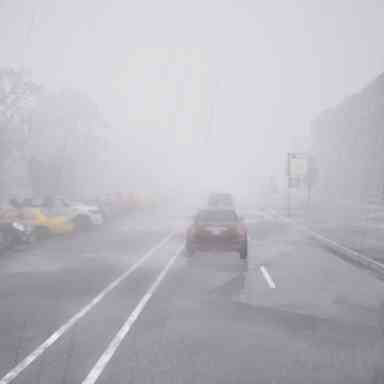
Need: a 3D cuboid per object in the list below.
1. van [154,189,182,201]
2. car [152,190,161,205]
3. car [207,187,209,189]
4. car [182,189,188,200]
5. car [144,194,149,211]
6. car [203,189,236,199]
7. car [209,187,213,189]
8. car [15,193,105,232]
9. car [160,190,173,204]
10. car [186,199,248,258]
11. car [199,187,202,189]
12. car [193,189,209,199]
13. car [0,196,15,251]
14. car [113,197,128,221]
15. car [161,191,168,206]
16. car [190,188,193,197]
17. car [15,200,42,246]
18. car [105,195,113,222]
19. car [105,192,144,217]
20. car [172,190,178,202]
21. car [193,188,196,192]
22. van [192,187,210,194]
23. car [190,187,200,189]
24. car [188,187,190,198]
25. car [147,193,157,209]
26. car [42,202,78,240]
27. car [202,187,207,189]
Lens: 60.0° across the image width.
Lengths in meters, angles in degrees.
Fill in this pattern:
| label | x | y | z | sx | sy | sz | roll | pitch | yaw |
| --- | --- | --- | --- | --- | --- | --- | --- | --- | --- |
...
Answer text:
| label | x | y | z | sx | sy | sz | roll | pitch | yaw |
| --- | --- | --- | --- | --- | --- | --- | --- | --- | --- |
| van | -4.278 | 0.522 | 51.300 | 4.442 | 1.987 | 1.878 | -1 | 2 | -12 |
| car | -6.124 | 1.001 | 36.607 | 4.553 | 1.767 | 2.185 | -1 | 1 | -13 |
| car | 1.121 | 0.012 | 83.578 | 4.674 | 1.452 | 2.002 | -1 | 1 | -10 |
| car | -3.746 | 0.670 | 54.281 | 5.008 | 1.535 | 2.097 | -1 | 1 | -12 |
| car | -6.793 | 1.273 | 30.713 | 4.892 | 1.521 | 2.231 | -1 | 1 | -14 |
| car | 2.373 | 1.074 | 26.886 | 2.150 | 2.045 | 5.566 | 0 | 1 | 7 |
| car | 1.857 | -0.100 | 86.526 | 5.366 | 1.575 | 1.946 | -1 | 1 | -9 |
| car | -8.005 | 1.196 | 18.887 | 5.566 | 2.045 | 2.435 | -1 | 0 | -15 |
| car | -5.347 | 0.973 | 42.503 | 5.008 | 1.535 | 2.097 | -1 | 2 | -13 |
| car | 1.005 | 1.343 | 12.986 | 2.097 | 1.767 | 4.553 | 0 | 0 | 6 |
| car | -0.932 | 0.114 | 71.879 | 4.553 | 1.767 | 2.185 | -1 | 1 | -11 |
| car | 2.075 | 0.636 | 57.521 | 2.033 | 1.411 | 5.357 | 0 | 1 | 9 |
| car | -8.809 | 1.225 | 10.007 | 5.566 | 2.045 | 2.435 | -1 | 0 | -15 |
| car | -7.458 | 1.410 | 24.785 | 4.792 | 1.488 | 2.163 | -1 | 1 | -14 |
| car | -5.910 | 1.051 | 39.516 | 5.366 | 1.575 | 1.946 | -1 | 2 | -13 |
| car | -2.854 | 0.523 | 60.149 | 5.008 | 1.535 | 2.097 | -1 | 2 | -11 |
| car | -8.608 | 1.349 | 12.946 | 4.553 | 1.767 | 2.185 | -1 | 0 | -15 |
| car | -7.708 | 1.293 | 21.844 | 4.553 | 1.767 | 2.185 | -1 | 1 | -14 |
| car | -7.145 | 1.080 | 27.738 | 5.566 | 2.045 | 2.435 | -1 | 1 | -14 |
| car | -4.975 | 0.897 | 45.457 | 5.008 | 1.535 | 2.097 | -1 | 1 | -13 |
| car | -2.373 | 0.480 | 63.093 | 4.792 | 1.488 | 2.163 | -1 | 1 | -11 |
| van | 2.347 | -0.385 | 89.428 | 4.442 | 1.987 | 1.878 | -1 | 1 | -9 |
| car | -1.464 | 0.311 | 68.956 | 4.892 | 1.521 | 2.231 | -1 | 1 | -11 |
| car | -3.274 | 0.470 | 57.212 | 4.553 | 1.767 | 2.185 | -1 | 2 | -12 |
| car | -6.440 | 1.202 | 33.661 | 5.008 | 1.535 | 2.097 | -1 | 2 | -13 |
| car | -8.487 | 1.466 | 15.856 | 5.366 | 1.575 | 1.946 | -1 | 1 | -15 |
| car | 0.024 | -0.146 | 77.719 | 5.566 | 2.045 | 2.435 | -1 | 1 | -10 |
